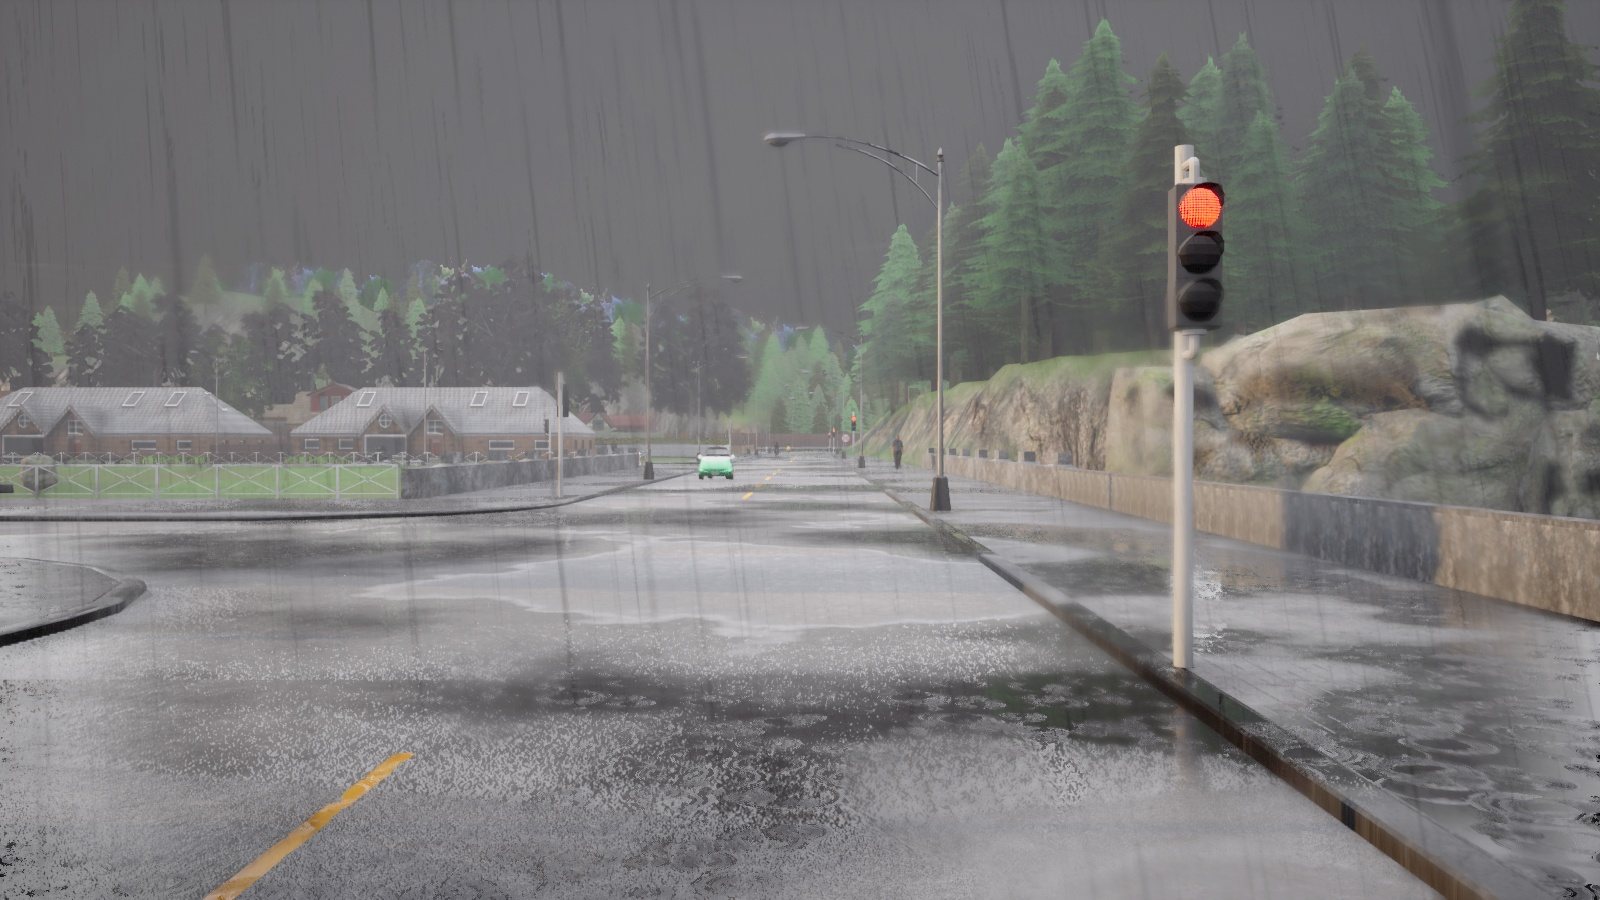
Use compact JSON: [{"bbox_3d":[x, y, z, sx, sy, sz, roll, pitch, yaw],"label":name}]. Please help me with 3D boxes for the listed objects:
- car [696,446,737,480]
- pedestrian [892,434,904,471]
[{"bbox_3d":[-3.374,0.510,51.106,1.481,1.376,2.207,0,0,1],"label":"car"},{"bbox_3d":[4.903,0.105,62.936,0.540,1.848,0.694,0,0,2],"label":"pedestrian"}]
